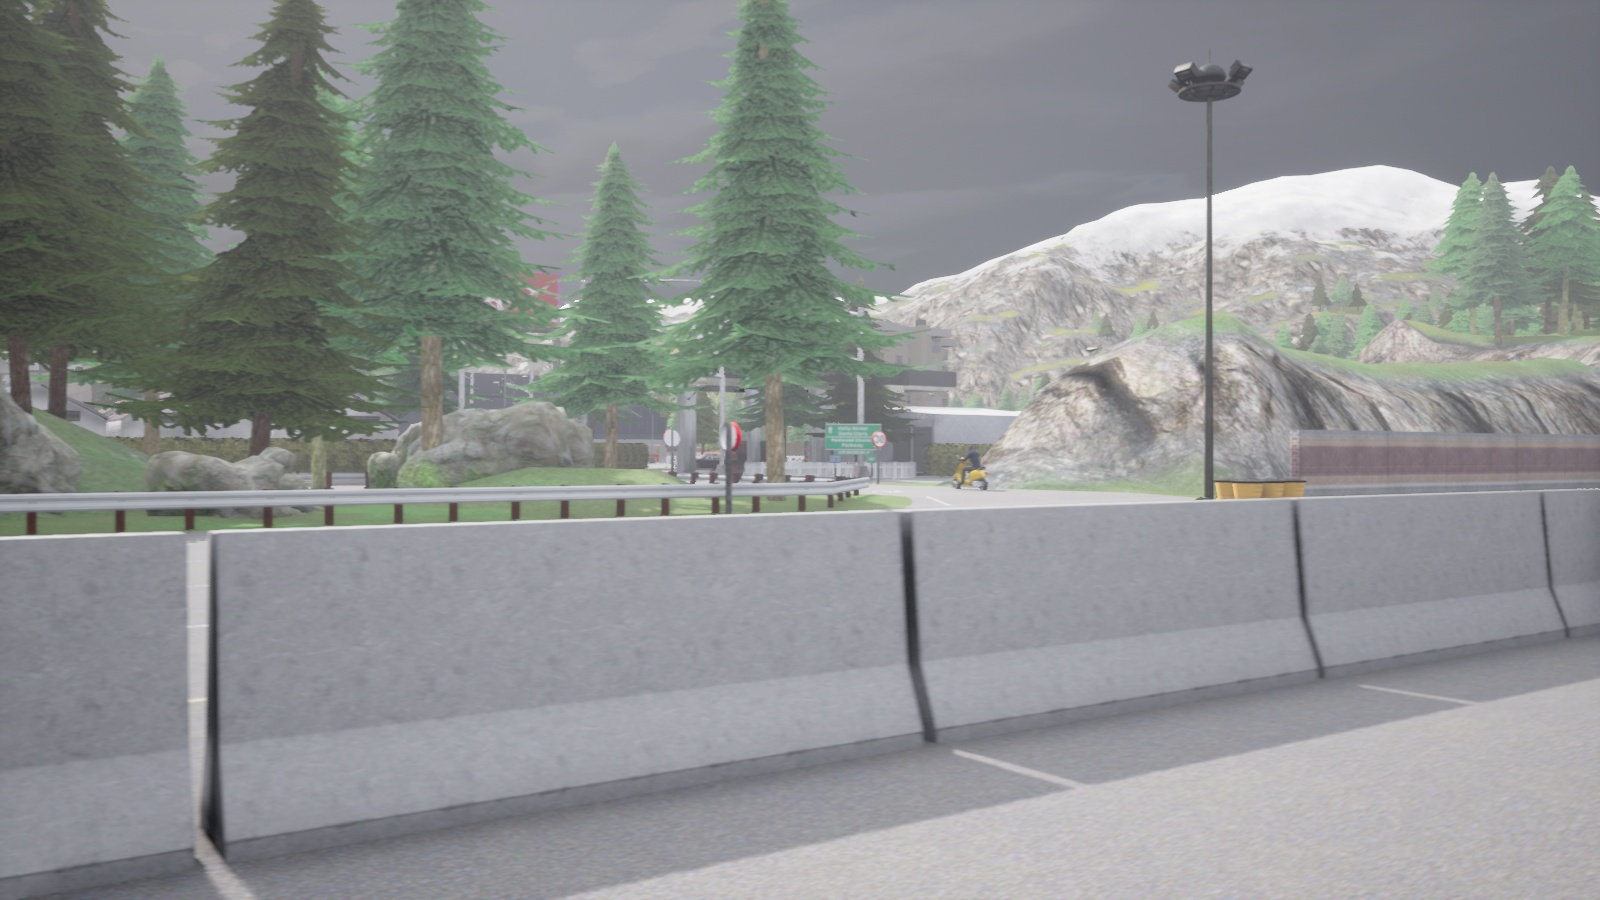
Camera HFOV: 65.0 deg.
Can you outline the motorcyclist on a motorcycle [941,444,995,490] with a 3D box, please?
[{"bbox_3d":[5.885,0.598,44.139,0.866,1.590,1.817,0,0,-37],"label":"motorcyclist on a motorcycle"}]
